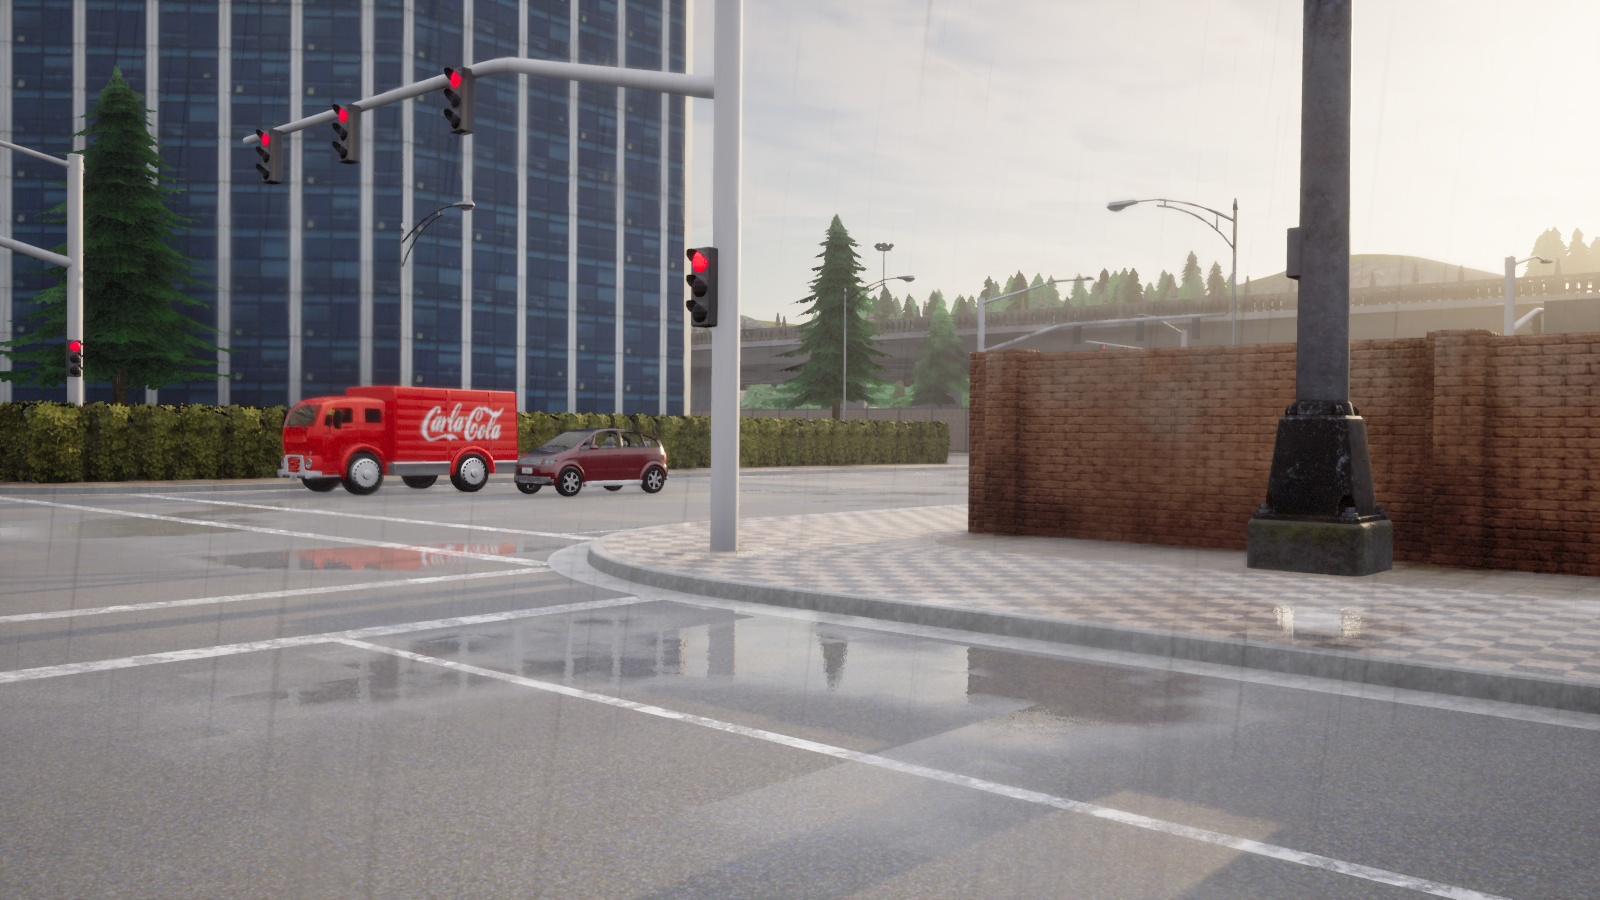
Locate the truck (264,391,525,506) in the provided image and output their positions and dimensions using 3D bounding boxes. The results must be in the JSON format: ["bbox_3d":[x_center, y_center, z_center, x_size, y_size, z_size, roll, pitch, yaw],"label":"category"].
[{"bbox_3d":[-9.437,-0.073,29.588,2.627,2.467,5.204,0,1,41],"label":"truck"}]

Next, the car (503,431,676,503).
[{"bbox_3d":[-4.882,0.352,29.483,1.789,1.549,3.705,0,1,41],"label":"car"}]
